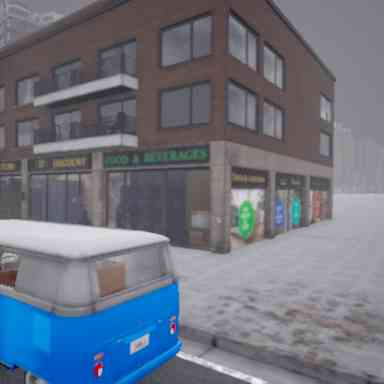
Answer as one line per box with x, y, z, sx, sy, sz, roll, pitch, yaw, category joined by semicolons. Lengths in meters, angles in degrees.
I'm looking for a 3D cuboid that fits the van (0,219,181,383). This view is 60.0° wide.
-2.052;1.336;4.531;3.998;1.788;1.690;0;1;35;van
